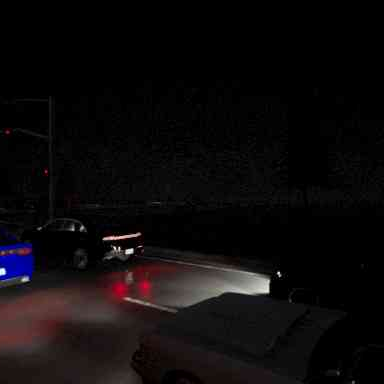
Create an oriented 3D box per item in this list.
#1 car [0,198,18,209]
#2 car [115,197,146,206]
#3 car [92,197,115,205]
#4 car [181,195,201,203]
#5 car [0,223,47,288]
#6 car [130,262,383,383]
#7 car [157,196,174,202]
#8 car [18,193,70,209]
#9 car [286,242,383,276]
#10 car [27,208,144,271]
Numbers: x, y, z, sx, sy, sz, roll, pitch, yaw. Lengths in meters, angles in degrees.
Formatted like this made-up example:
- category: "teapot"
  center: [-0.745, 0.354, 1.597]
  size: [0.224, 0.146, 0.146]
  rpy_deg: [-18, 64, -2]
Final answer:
- category: "car"
  center: [-23.703, 1.504, 45.854]
  size: [1.837, 1.490, 4.892]
  rpy_deg: [0, 0, 35]
- category: "car"
  center: [-9.552, 1.491, 53.933]
  size: [2.128, 1.511, 4.902]
  rpy_deg: [0, 0, 35]
- category: "car"
  center: [-14.894, 1.547, 58.502]
  size: [2.033, 1.411, 5.357]
  rpy_deg: [0, 0, 35]
- category: "car"
  center: [-0.161, 1.355, 67.254]
  size: [2.097, 1.767, 4.553]
  rpy_deg: [0, 0, 36]
- category: "car"
  center: [-5.899, 1.478, 8.186]
  size: [5.008, 1.535, 1.882]
  rpy_deg: [0, 0, 36]
- category: "car"
  center: [1.716, 1.601, 2.770]
  size: [4.718, 1.301, 1.895]
  rpy_deg: [0, 0, 36]
- category: "car"
  center: [-5.716, 1.548, 71.490]
  size: [1.994, 1.385, 4.181]
  rpy_deg: [0, 0, 35]
- category: "car"
  center: [-18.089, 1.217, 41.667]
  size: [2.150, 2.045, 5.566]
  rpy_deg: [0, 1, 35]
- category: "car"
  center: [3.502, 1.564, 5.788]
  size: [4.181, 1.385, 1.994]
  rpy_deg: [0, 0, 36]
- category: "car"
  center: [-3.764, 1.492, 10.962]
  size: [4.902, 1.511, 2.128]
  rpy_deg: [0, 0, 36]
